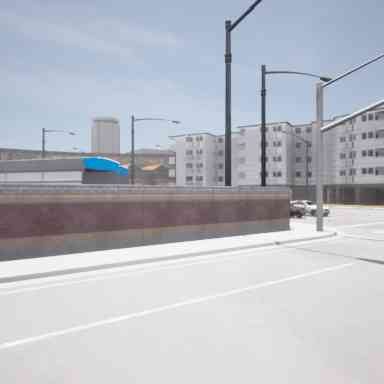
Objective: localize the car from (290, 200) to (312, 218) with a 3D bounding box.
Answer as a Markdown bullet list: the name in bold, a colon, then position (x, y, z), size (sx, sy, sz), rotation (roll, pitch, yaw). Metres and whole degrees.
- **car**: position (7.848, 1.505, 29.722), size (1.837, 1.490, 4.892), rotation (0, 0, -35)

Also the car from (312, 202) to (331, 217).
- **car**: position (10.791, 1.526, 31.646), size (1.812, 1.442, 4.674), rotation (0, 0, -36)

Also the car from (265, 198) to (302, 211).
- **car**: position (11.668, 1.564, 42.630), size (1.994, 1.385, 4.181), rotation (0, 0, -38)
